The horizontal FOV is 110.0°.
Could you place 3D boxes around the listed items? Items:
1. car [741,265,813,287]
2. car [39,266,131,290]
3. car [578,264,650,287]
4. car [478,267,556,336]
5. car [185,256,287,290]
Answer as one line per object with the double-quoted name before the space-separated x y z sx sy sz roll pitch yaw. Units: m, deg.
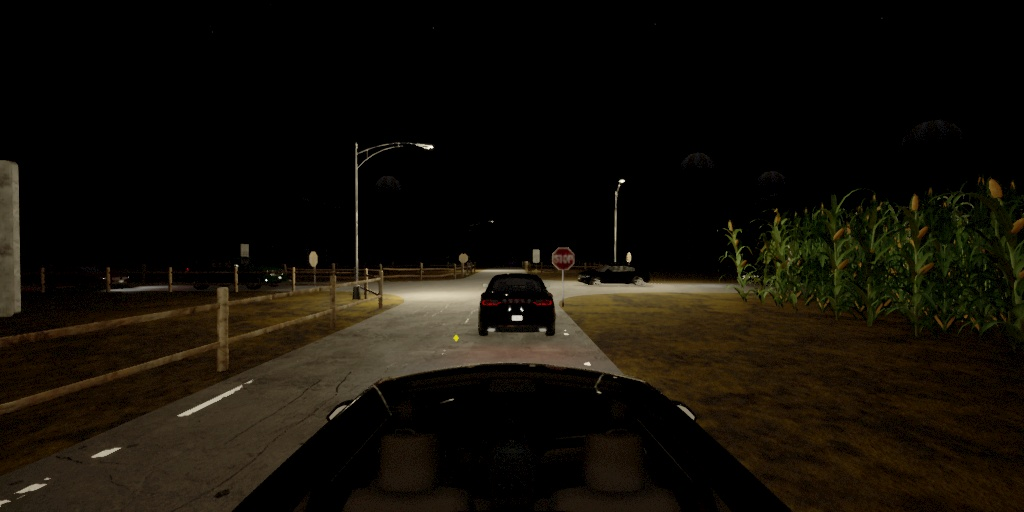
"car" 19.096 1.421 25.824 4.902 1.511 2.128 1 1 0
"car" -27.533 1.377 23.158 4.674 1.442 1.812 0 1 0
"car" 7.164 1.318 25.363 5.008 1.535 1.882 1 0 -7
"car" 0.119 1.235 10.456 1.882 1.535 5.008 0 0 0
"car" -17.703 1.044 23.093 5.566 2.045 2.150 0 1 0
